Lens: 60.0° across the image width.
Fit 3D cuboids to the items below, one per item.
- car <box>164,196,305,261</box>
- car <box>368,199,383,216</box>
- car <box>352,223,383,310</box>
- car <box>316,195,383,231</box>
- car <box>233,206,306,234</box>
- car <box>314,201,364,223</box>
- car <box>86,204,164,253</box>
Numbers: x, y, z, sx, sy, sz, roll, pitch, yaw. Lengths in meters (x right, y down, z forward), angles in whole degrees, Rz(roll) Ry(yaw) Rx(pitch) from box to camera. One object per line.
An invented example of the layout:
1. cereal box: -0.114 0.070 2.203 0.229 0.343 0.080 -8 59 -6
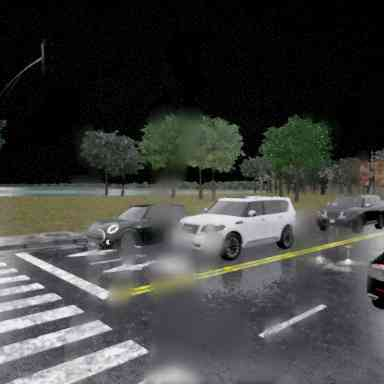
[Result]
1. car: 1.886 1.189 12.640 5.566 2.045 2.150 0 0 -43
2. car: 19.085 1.509 32.764 4.674 1.442 1.812 0 0 -44
3. car: 5.237 1.498 6.760 4.902 1.511 2.128 0 0 -43
4. car: 9.521 1.203 19.657 5.566 2.045 2.150 0 0 -43
5. car: 4.680 1.558 19.633 4.718 1.301 1.895 0 0 -43
6. car: 11.463 1.495 25.847 4.674 1.442 1.812 0 0 -42
7. car: -1.935 1.297 13.545 4.553 1.767 2.097 0 0 -43
